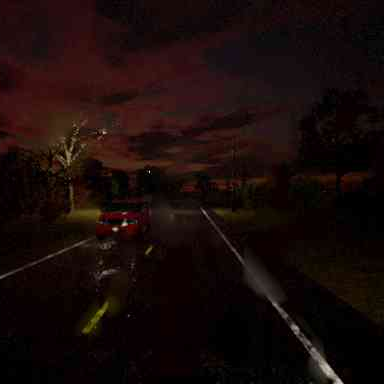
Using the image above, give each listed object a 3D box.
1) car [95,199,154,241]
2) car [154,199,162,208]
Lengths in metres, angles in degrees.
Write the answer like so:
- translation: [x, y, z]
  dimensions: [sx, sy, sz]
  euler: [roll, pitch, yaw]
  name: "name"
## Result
- translation: [-3.632, 1.428, 18.447]
  dimensions: [2.150, 2.045, 5.566]
  euler: [0, -1, 0]
  name: "car"
- translation: [-6.508, 2.108, 59.077]
  dimensions: [1.837, 1.490, 4.892]
  euler: [0, 0, -5]
  name: "car"
